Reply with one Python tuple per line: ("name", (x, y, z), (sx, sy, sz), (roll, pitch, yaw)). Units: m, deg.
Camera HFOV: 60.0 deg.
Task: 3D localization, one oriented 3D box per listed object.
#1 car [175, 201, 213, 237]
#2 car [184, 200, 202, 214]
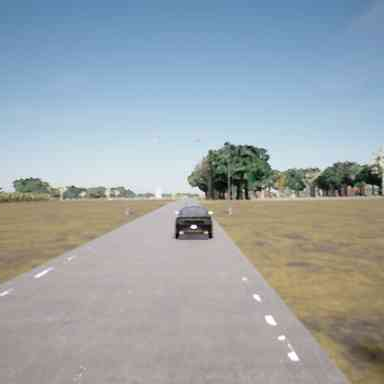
("car", (0.089, 1.491, 18.054), (1.882, 1.535, 5.008), (0, 0, 0))
("car", (0.078, 1.659, 37.413), (1.895, 1.301, 4.718), (0, 0, 0))
